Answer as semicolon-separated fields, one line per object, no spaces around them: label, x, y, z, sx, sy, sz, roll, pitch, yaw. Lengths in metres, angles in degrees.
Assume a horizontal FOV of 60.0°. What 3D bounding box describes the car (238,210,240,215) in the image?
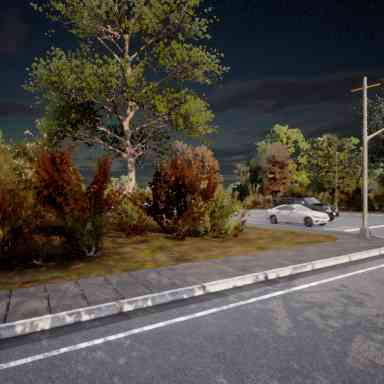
car;2.819;1.589;34.508;2.097;1.767;4.553;0;-1;-42

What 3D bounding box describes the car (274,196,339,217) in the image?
car;9.049;1.316;27.235;2.150;2.045;5.566;0;-1;-37

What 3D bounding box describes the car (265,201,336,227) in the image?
car;7.365;1.600;23.641;1.812;1.442;4.674;0;-1;-38
